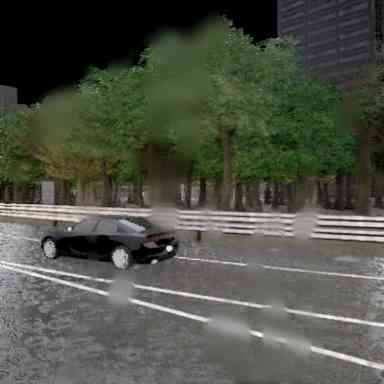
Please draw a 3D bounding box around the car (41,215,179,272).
[{"bbox_3d":[-2.800,1.487,10.888,5.008,1.535,1.882,0,0,30],"label":"car"}]
